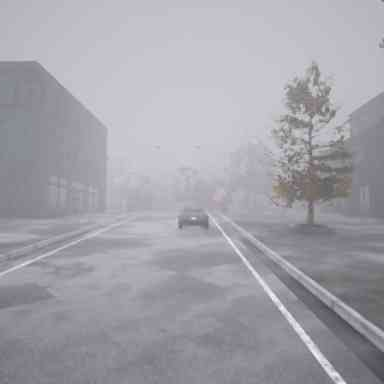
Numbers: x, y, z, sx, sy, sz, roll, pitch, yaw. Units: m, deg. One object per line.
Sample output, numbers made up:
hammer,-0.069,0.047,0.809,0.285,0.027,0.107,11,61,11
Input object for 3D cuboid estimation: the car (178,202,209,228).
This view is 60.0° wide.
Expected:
car,0.098,1.594,22.456,1.994,1.385,4.181,0,0,0
